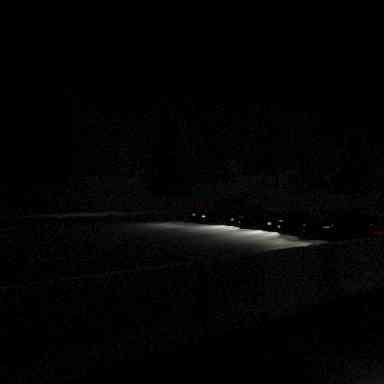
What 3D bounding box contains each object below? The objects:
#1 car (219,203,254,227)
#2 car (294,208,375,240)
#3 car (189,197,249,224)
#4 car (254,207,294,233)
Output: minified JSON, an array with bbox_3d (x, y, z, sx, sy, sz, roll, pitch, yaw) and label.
[{"bbox_3d":[4.434,1.759,24.371,4.181,1.385,1.994,1,0,-36],"label":"car"},{"bbox_3d":[8.169,1.667,18.438,5.008,1.535,1.882,1,0,-36],"label":"car"},{"bbox_3d":[2.387,1.415,27.212,5.566,2.045,2.150,1,0,-36],"label":"car"},{"bbox_3d":[6.332,1.757,21.426,4.181,1.385,1.994,1,0,-36],"label":"car"}]
